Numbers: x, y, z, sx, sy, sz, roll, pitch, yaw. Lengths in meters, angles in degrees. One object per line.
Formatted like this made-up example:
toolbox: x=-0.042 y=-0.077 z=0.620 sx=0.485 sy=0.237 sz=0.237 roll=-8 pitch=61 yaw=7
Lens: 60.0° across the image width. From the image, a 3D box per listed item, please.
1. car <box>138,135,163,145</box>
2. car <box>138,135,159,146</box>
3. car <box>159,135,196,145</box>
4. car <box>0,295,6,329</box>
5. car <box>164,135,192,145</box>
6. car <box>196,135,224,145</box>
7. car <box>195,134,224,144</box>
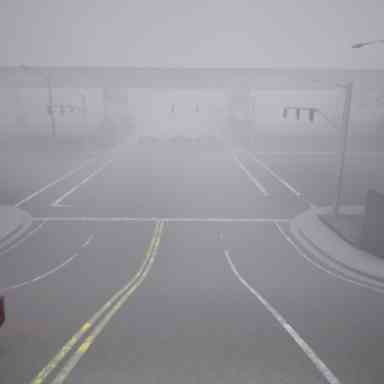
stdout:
car: x=-7.032 y=-8.878 z=56.136 sx=4.536 sy=1.218 sz=1.853 roll=14 pitch=20 yaw=42
car: x=-6.995 y=-8.716 z=56.142 sx=4.974 sy=1.542 sz=2.038 roll=14 pitch=20 yaw=42
car: x=-2.387 y=-8.704 z=56.098 sx=4.974 sy=1.542 sz=2.038 roll=-11 pitch=18 yaw=-34
car: x=-3.603 y=1.645 z=2.557 sx=1.895 sy=1.301 sz=4.718 roll=0 pitch=-2 yaw=0
car: x=-2.345 y=-8.864 z=56.087 sx=4.536 sy=1.218 sz=1.853 roll=-11 pitch=18 yaw=-34
car: x=2.989 y=-8.890 z=56.797 sx=4.974 sy=1.542 sz=2.038 roll=8 pitch=17 yaw=28
car: x=2.944 y=-9.049 z=56.780 sx=4.536 sy=1.218 sz=1.853 roll=8 pitch=17 yaw=28
